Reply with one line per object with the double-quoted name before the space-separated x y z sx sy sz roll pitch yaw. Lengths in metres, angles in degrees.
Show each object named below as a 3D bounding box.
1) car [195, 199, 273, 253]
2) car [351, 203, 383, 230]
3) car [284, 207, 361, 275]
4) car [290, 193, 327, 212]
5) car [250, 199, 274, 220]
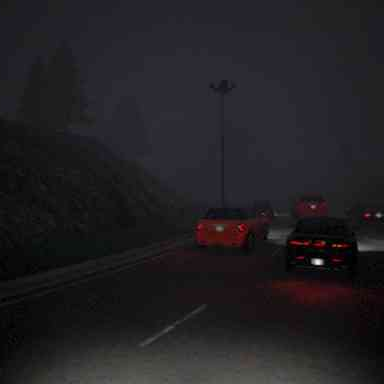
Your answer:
"car" 1.824 1.310 13.935 2.097 1.767 4.553 0 1 23
"car" 11.958 1.438 22.779 2.033 1.411 5.357 0 0 13
"car" 4.122 1.461 10.445 1.837 1.490 4.892 0 0 25
"car" 9.106 1.116 26.286 2.150 2.045 5.566 0 1 11
"car" 5.901 1.406 28.479 1.837 1.490 4.892 0 1 9
